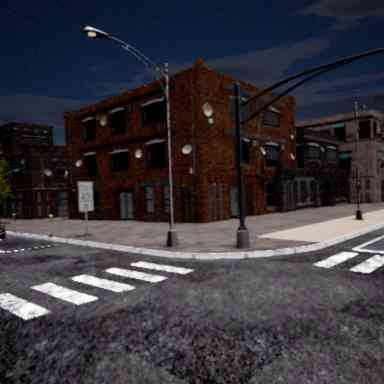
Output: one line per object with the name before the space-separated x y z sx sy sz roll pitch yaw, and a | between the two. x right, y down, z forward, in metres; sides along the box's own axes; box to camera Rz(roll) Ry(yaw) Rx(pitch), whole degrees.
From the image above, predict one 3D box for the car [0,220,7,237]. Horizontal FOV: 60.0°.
car | -13.305 2.236 21.205 4.403 1.369 2.008 -3 1 43
